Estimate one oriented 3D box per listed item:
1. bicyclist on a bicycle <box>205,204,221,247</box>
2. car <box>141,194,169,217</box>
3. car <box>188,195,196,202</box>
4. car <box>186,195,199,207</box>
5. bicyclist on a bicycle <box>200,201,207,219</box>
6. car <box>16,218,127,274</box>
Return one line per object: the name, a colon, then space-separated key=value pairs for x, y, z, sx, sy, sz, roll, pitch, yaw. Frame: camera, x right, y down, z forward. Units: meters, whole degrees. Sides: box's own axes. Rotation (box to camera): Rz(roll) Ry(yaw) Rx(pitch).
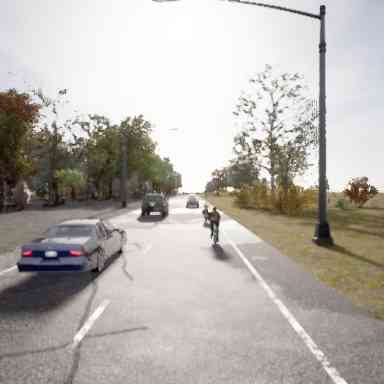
bicyclist on a bicycle: x=0.964 y=1.439 z=14.020 sx=0.582 sy=1.620 sz=1.656 roll=0 pitch=0 yaw=0
car: x=-3.404 y=1.191 z=31.272 sx=2.150 sy=2.045 sz=5.566 roll=0 pitch=0 yaw=0
car: x=-0.005 y=1.431 z=73.815 sx=1.837 sy=1.490 sz=4.892 roll=0 pitch=0 yaw=0
car: x=0.092 y=1.499 z=49.883 sx=2.033 sy=1.411 sz=5.357 roll=0 pitch=0 yaw=0
bicyclist on a bicycle: x=0.982 y=1.413 z=23.823 sx=0.866 sy=1.612 sz=1.509 roll=0 pitch=0 yaw=0
car: x=-3.408 y=1.537 z=10.522 sx=2.033 sy=1.411 sz=5.357 roll=0 pitch=0 yaw=0
